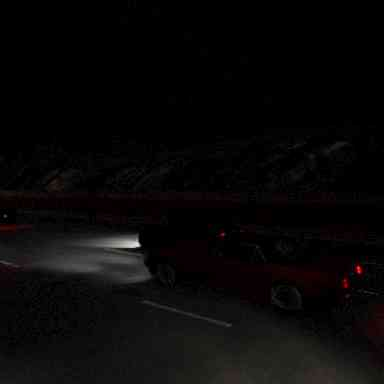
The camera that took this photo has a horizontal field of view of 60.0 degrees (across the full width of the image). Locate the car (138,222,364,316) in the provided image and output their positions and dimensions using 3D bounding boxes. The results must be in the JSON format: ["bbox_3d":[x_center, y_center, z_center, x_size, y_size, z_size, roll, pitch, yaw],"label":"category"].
[{"bbox_3d":[1.147,1.607,7.572,4.718,1.301,1.895,0,0,36],"label":"car"}]

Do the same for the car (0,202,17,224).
[{"bbox_3d":[-14.317,1.436,23.509,5.008,1.535,1.882,0,0,37],"label":"car"}]

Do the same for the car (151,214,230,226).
[{"bbox_3d":[-0.114,1.566,12.887,4.181,1.385,1.994,0,0,37],"label":"car"}]
